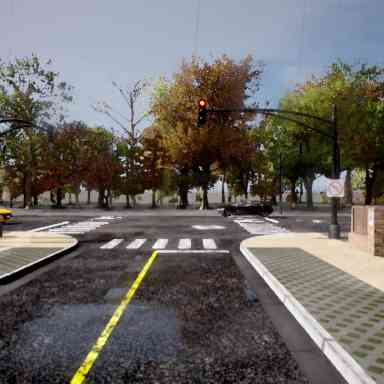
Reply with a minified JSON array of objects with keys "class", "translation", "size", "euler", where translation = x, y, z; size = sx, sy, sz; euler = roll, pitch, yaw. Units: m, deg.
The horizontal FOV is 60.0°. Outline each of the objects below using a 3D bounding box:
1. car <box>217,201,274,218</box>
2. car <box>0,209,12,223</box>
[{"class":"car","translation":[4.738,1.520,29.565],"size":[4.902,1.511,2.128],"euler":[0,0,0]},{"class":"car","translation":[-15.084,1.422,22.880],"size":[5.008,1.535,1.882],"euler":[0,0,0]}]
